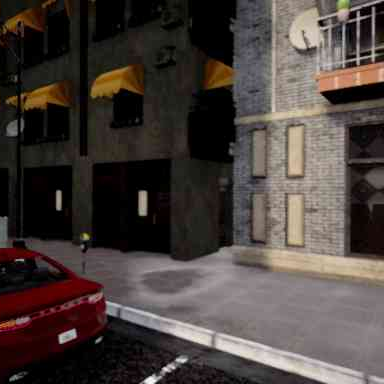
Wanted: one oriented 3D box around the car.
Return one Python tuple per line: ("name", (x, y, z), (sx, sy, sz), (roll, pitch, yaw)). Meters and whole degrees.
("car", (-3.276, 1.566, 5.200), (4.507, 1.381, 1.887), (0, 0, 35))
